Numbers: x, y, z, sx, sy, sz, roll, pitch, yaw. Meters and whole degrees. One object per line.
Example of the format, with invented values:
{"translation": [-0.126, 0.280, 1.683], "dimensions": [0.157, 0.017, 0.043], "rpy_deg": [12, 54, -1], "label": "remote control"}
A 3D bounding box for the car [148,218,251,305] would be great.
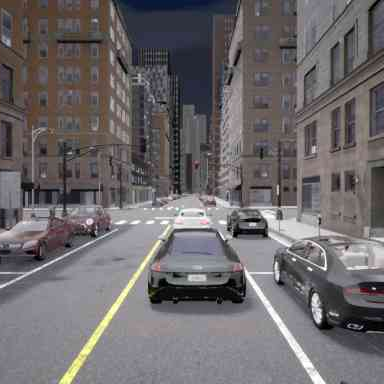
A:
{"translation": [0.088, 1.564, 8.184], "dimensions": [1.994, 1.385, 4.181], "rpy_deg": [0, 0, 0], "label": "car"}

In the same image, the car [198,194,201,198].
{"translation": [2.986, 1.524, 76.447], "dimensions": [1.967, 1.590, 4.097], "rpy_deg": [0, 0, 0], "label": "car"}

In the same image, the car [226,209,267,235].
{"translation": [2.869, 1.566, 17.721], "dimensions": [1.947, 1.339, 4.313], "rpy_deg": [0, 0, 0], "label": "car"}

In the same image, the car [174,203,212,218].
{"translation": [0.047, 1.526, 16.943], "dimensions": [1.812, 1.442, 4.674], "rpy_deg": [0, 0, 1], "label": "car"}

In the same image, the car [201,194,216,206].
{"translation": [2.930, 1.476, 54.812], "dimensions": [1.967, 1.590, 4.097], "rpy_deg": [0, 0, 0], "label": "car"}

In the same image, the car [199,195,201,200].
{"translation": [2.959, 1.606, 65.629], "dimensions": [2.008, 1.369, 4.403], "rpy_deg": [0, 0, 0], "label": "car"}

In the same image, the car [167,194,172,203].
{"translation": [-5.566, 1.606, 65.648], "dimensions": [2.008, 1.369, 4.403], "rpy_deg": [0, 0, 0], "label": "car"}

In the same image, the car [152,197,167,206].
{"translation": [-5.594, 1.618, 54.831], "dimensions": [1.802, 1.307, 4.206], "rpy_deg": [0, 0, 0], "label": "car"}

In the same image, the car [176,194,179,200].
{"translation": [-5.498, 1.456, 92.691], "dimensions": [2.192, 1.841, 5.009], "rpy_deg": [0, 0, 0], "label": "car"}

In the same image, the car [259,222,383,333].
{"translation": [2.860, 1.551, 6.719], "dimensions": [2.008, 1.369, 4.403], "rpy_deg": [0, 0, 0], "label": "car"}

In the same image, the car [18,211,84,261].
{"translation": [-5.661, 1.582, 12.227], "dimensions": [1.802, 1.307, 4.206], "rpy_deg": [0, 0, 0], "label": "car"}

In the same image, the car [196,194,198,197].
{"translation": [3.026, 1.456, 92.675], "dimensions": [2.192, 1.841, 5.009], "rpy_deg": [0, 0, 0], "label": "car"}

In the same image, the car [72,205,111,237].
{"translation": [-5.657, 1.441, 17.728], "dimensions": [1.967, 1.590, 4.097], "rpy_deg": [0, 0, 0], "label": "car"}

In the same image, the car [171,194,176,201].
{"translation": [-5.525, 1.625, 81.703], "dimensions": [1.752, 1.417, 4.829], "rpy_deg": [0, 0, 0], "label": "car"}

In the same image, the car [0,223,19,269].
{"translation": [-5.665, 1.566, 6.725], "dimensions": [1.947, 1.339, 4.313], "rpy_deg": [0, 0, 0], "label": "car"}
